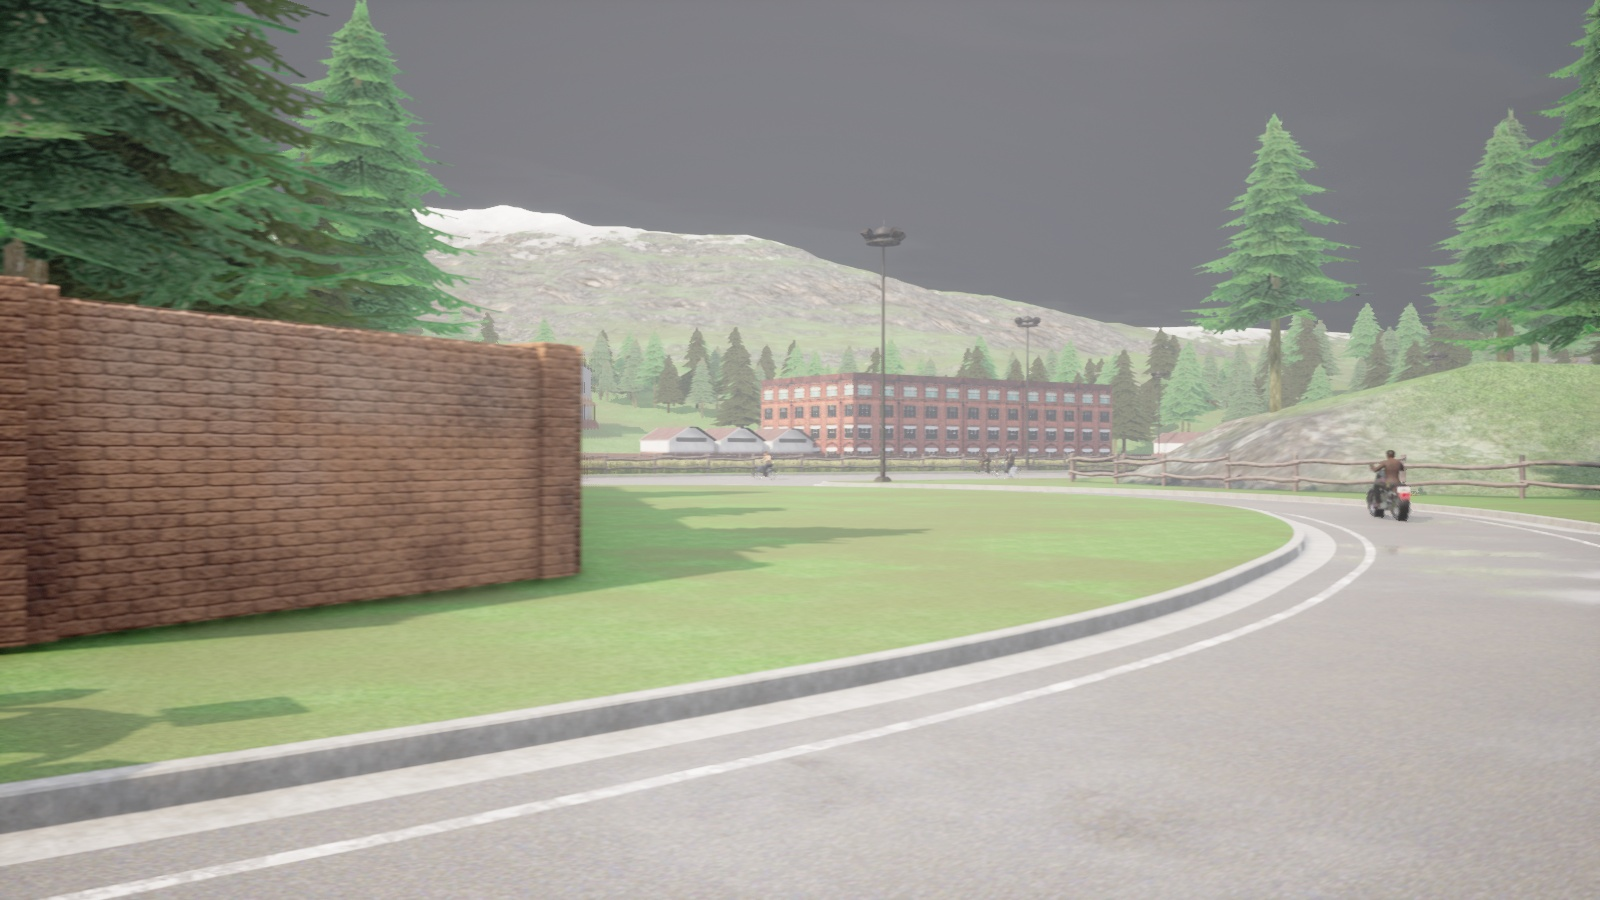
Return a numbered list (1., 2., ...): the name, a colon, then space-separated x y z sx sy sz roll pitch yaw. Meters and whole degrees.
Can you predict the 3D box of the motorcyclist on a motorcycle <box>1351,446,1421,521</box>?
1. motorcyclist on a motorcycle: 13.426 0.737 28.830 0.766 1.649 2.350 0 0 8
